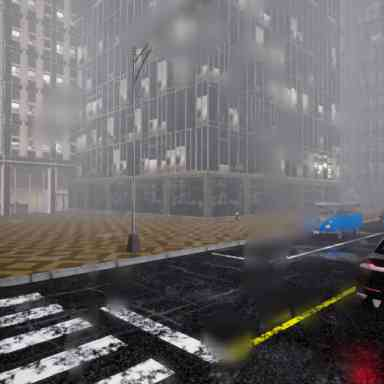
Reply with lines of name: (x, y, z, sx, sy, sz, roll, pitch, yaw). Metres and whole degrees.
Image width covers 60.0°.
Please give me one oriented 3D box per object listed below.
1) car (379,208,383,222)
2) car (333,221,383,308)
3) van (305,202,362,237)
car: (15.669, 1.610, 25.173, 4.507, 1.381, 1.887, 0, 0, -44)
car: (5.073, 1.503, 6.937, 4.902, 1.511, 2.128, 0, 0, -44)
van: (7.433, 1.395, 17.324, 3.998, 1.788, 1.690, 0, 0, -44)
